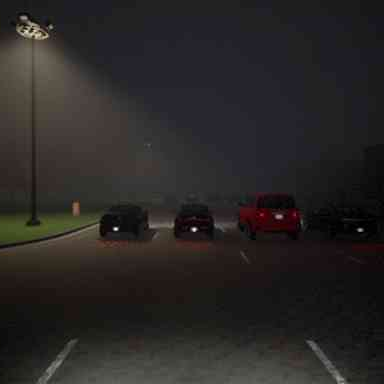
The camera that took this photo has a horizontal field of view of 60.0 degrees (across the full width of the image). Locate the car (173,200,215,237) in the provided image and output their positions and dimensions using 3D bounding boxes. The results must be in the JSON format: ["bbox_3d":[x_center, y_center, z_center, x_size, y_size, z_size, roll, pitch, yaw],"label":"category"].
[{"bbox_3d":[0.101,1.374,17.066,1.837,1.490,4.892,0,0,0],"label":"car"}]

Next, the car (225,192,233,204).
[{"bbox_3d":[7.002,1.091,54.321,1.837,1.490,4.892,0,0,0],"label":"car"}]

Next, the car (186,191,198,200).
[{"bbox_3d":[0.002,1.078,54.321,2.128,1.511,4.902,0,0,0],"label":"car"}]

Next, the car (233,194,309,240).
[{"bbox_3d":[3.602,1.096,16.424,2.150,2.045,5.566,0,0,0],"label":"car"}]

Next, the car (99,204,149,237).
[{"bbox_3d":[-3.399,1.373,17.266,1.837,1.490,4.892,0,0,0],"label":"car"}]

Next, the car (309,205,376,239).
[{"bbox_3d":[7.101,1.366,16.450,2.128,1.511,4.902,0,0,0],"label":"car"}]

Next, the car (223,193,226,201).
[{"bbox_3d":[7.002,0.863,64.710,2.097,1.767,4.553,0,0,0],"label":"car"}]

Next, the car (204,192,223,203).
[{"bbox_3d":[3.502,0.936,54.707,2.097,1.767,4.553,0,0,0],"label":"car"}]

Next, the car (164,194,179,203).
[{"bbox_3d":[-3.498,1.109,54.738,1.812,1.442,4.674,0,0,0],"label":"car"}]

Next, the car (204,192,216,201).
[{"bbox_3d":[3.502,0.861,64.710,2.097,1.767,4.553,0,0,0],"label":"car"}]

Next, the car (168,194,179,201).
[{"bbox_3d":[-3.498,1.110,64.772,1.895,1.301,4.718,0,0,0],"label":"car"}]

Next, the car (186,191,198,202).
[{"bbox_3d":[0.002,0.740,64.769,2.150,2.045,5.566,0,0,0],"label":"car"}]
